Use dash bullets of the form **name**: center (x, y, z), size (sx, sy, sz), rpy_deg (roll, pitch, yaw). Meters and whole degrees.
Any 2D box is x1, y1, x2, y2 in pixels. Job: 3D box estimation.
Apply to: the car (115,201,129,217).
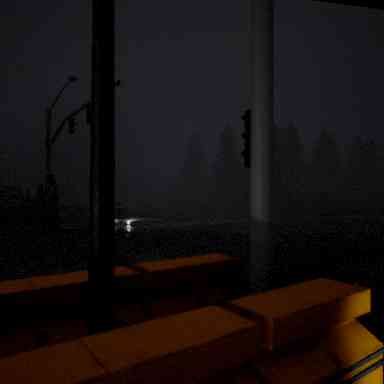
- **car**: center (-7.825, 1.566, 32.099), size (1.882, 1.535, 5.008), rpy_deg (1, 0, -36)
